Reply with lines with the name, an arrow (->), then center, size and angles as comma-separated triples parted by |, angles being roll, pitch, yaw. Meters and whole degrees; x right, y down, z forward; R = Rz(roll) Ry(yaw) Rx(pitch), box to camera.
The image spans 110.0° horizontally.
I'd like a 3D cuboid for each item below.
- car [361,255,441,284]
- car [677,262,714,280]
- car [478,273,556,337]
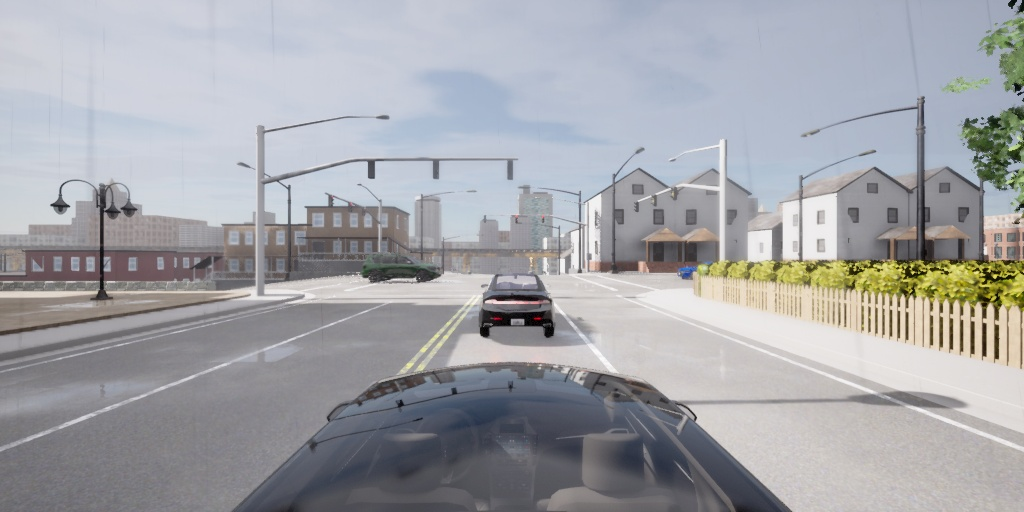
car -> -8.086, 0.921, 26.331 | 5.566, 2.045, 2.150 | 0, 0, -1
car -> 16.655, 1.228, 30.356 | 5.008, 1.535, 1.882 | 0, 0, -1
car -> 0.114, 1.242, 10.311 | 2.128, 1.511, 4.902 | 0, 0, 0
